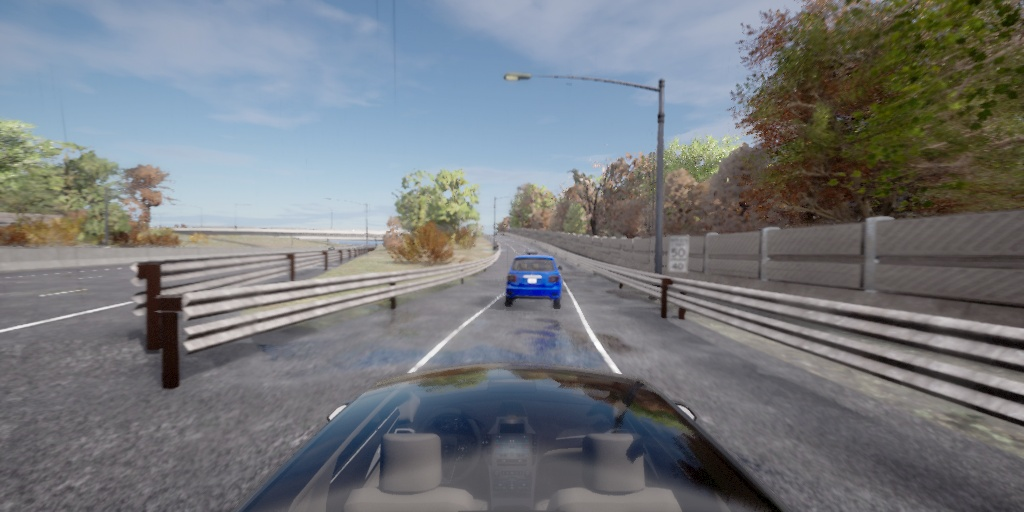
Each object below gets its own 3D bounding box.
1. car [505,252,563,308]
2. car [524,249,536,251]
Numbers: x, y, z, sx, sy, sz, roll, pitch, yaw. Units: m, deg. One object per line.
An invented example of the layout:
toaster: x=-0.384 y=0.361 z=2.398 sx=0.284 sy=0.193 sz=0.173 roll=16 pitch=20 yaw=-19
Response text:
car: x=1.007 y=0.981 z=15.633 sx=2.150 sy=2.045 sz=5.566 roll=1 pitch=0 yaw=6
car: x=2.820 y=-0.406 z=54.473 sx=1.882 sy=1.535 sz=5.008 roll=1 pitch=5 yaw=-1
